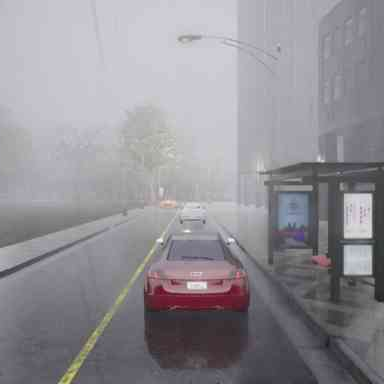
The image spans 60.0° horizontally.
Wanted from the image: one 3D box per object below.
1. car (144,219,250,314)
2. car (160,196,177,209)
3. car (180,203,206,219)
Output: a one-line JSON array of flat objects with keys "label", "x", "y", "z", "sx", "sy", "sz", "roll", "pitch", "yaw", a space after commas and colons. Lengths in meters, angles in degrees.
[{"label": "car", "x": 0.086, "y": 1.572, "z": 7.704, "sx": 1.994, "sy": 1.385, "sz": 4.181, "roll": 0, "pitch": 0, "yaw": 0}, {"label": "car", "x": -3.152, "y": 1.409, "z": 45.331, "sx": 2.097, "sy": 1.767, "sz": 4.553, "roll": 0, "pitch": 0, "yaw": 0}, {"label": "car", "x": 0.055, "y": 1.563, "z": 25.036, "sx": 1.812, "sy": 1.442, "sz": 4.674, "roll": 0, "pitch": 0, "yaw": 0}]
